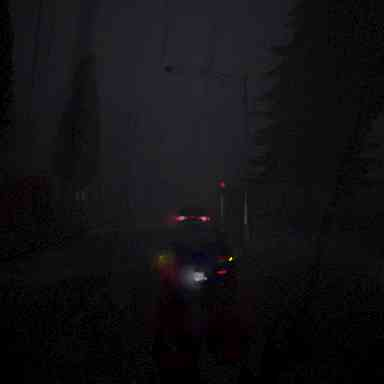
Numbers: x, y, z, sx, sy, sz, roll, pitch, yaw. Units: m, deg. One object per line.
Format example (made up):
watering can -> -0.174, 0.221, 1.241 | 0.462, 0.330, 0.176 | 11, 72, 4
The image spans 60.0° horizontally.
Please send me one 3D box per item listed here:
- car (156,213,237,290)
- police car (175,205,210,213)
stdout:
car -> 0.101, 1.526, 8.984 | 1.812, 1.442, 4.674 | 0, 0, 0
police car -> 0.029, 1.506, 19.008 | 2.038, 1.542, 4.974 | 0, 0, 0
